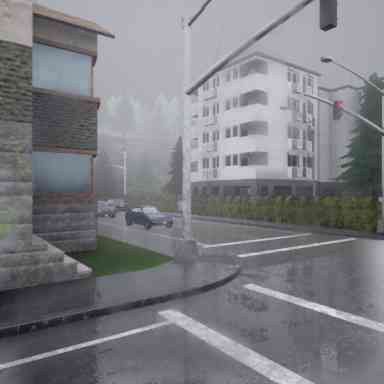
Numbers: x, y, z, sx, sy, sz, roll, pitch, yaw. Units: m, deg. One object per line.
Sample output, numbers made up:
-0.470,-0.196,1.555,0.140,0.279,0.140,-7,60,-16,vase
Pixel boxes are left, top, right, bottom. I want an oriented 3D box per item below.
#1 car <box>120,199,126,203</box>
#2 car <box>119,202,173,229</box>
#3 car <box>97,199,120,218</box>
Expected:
-8.777,1.528,37.599,2.097,1.767,4.553,0,0,-35,car
-3.128,1.702,23.316,1.812,1.442,4.674,0,0,-36,car
-8.910,1.528,31.450,2.097,1.767,4.553,0,0,-35,car
